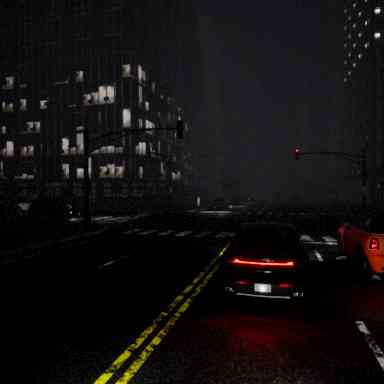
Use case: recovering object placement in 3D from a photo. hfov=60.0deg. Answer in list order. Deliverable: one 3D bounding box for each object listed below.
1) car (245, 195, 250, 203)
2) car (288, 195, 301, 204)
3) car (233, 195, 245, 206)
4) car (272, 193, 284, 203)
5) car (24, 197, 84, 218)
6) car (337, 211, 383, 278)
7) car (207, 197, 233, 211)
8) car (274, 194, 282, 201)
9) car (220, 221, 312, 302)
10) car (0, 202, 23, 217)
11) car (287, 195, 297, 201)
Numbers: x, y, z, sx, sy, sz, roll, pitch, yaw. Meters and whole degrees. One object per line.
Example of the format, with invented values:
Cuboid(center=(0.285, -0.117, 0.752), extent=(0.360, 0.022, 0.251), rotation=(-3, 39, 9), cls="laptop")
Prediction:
Cuboid(center=(11.134, 1.449, 69.355), extent=(1.837, 1.490, 4.892), rotation=(0, 0, 15), cls="car")
Cuboid(center=(20.041, 1.441, 64.471), extent=(2.128, 1.511, 4.902), rotation=(0, 0, 15), cls="car")
Cuboid(center=(7.175, 1.493, 54.600), extent=(1.812, 1.442, 4.674), rotation=(0, 1, 14), cls="car")
Cuboid(center=(18.088, 1.162, 70.248), extent=(2.150, 2.045, 5.566), rotation=(0, 0, 15), cls="car")
Cuboid(center=(-11.664, 1.218, 28.723), extent=(4.553, 1.767, 2.097), rotation=(1, 1, 17), cls="car")
Cuboid(center=(5.779, 1.347, 9.988), extent=(2.097, 1.767, 4.553), rotation=(0, 0, 15), cls="car")
Cuboid(center=(3.261, 1.506, 40.113), extent=(1.812, 1.442, 4.674), rotation=(0, 0, 18), cls="car")
Cuboid(center=(20.718, 1.241, 80.297), extent=(1.882, 1.535, 5.008), rotation=(0, 0, 15), cls="car")
Cuboid(center=(1.901, 1.502, 8.403), extent=(1.837, 1.490, 4.892), rotation=(0, 0, 15), cls="car")
Cuboid(center=(-16.631, 1.435, 27.351), extent=(4.313, 1.339, 1.947), rotation=(1, 1, 16), cls="car")
Cuboid(center=(23.862, 1.470, 79.472), extent=(2.033, 1.411, 5.357), rotation=(0, 0, 15), cls="car")
